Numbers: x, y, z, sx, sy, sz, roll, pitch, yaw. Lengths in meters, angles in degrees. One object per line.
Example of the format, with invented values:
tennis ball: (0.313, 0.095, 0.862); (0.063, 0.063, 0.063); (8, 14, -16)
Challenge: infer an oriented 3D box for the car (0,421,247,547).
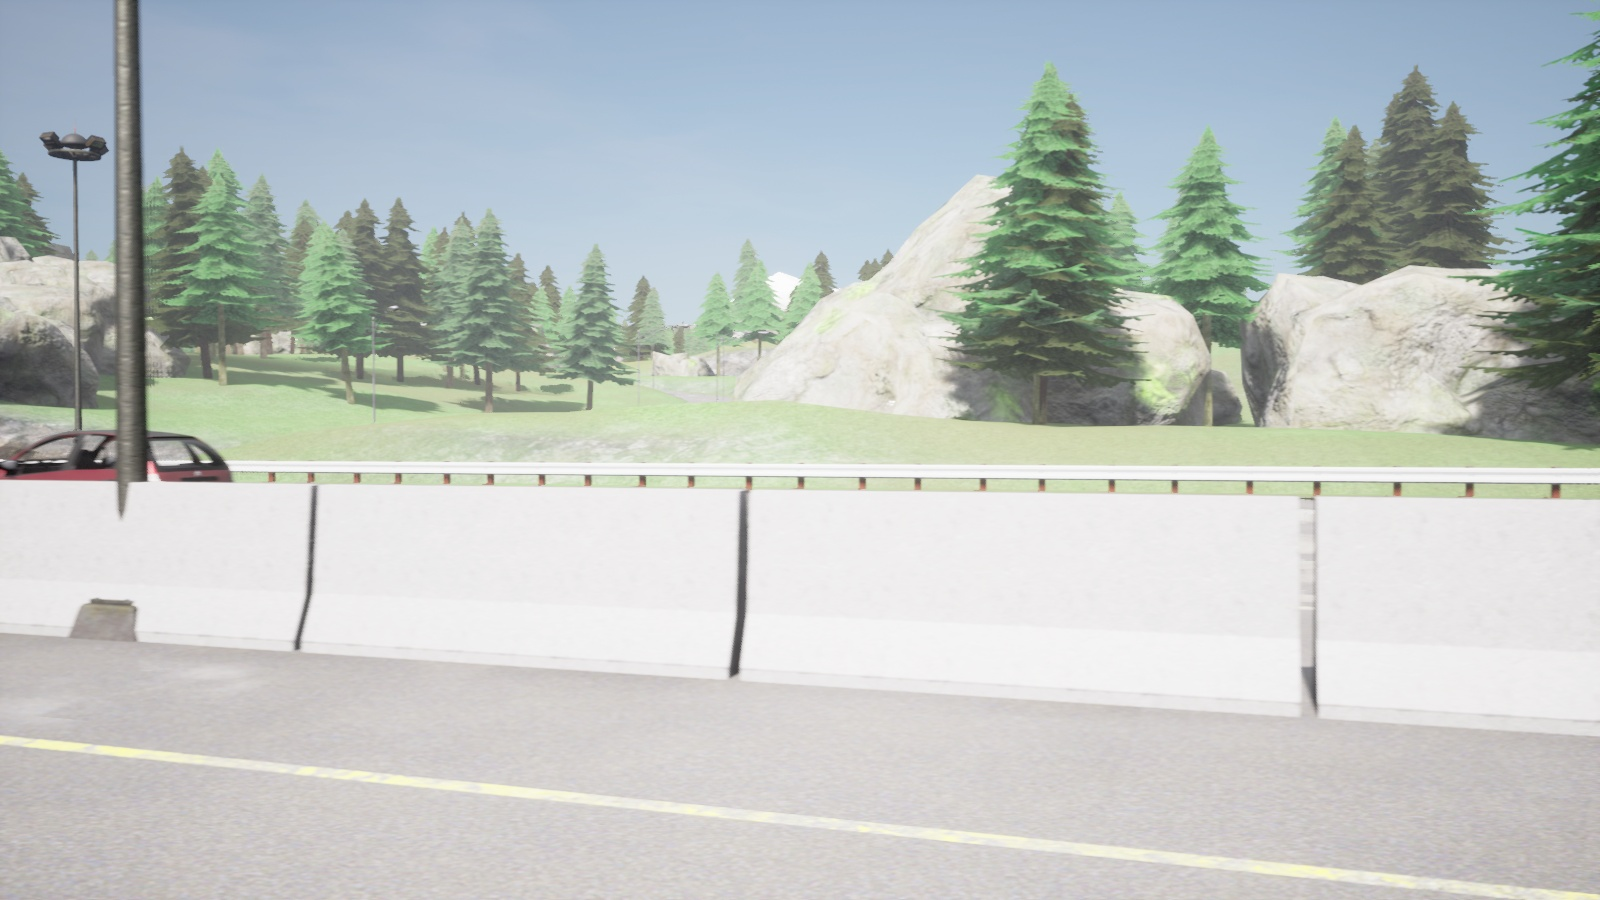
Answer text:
car: (-10.071, 0.404, 17.657); (3.988, 1.617, 1.851); (1, 1, 19)
